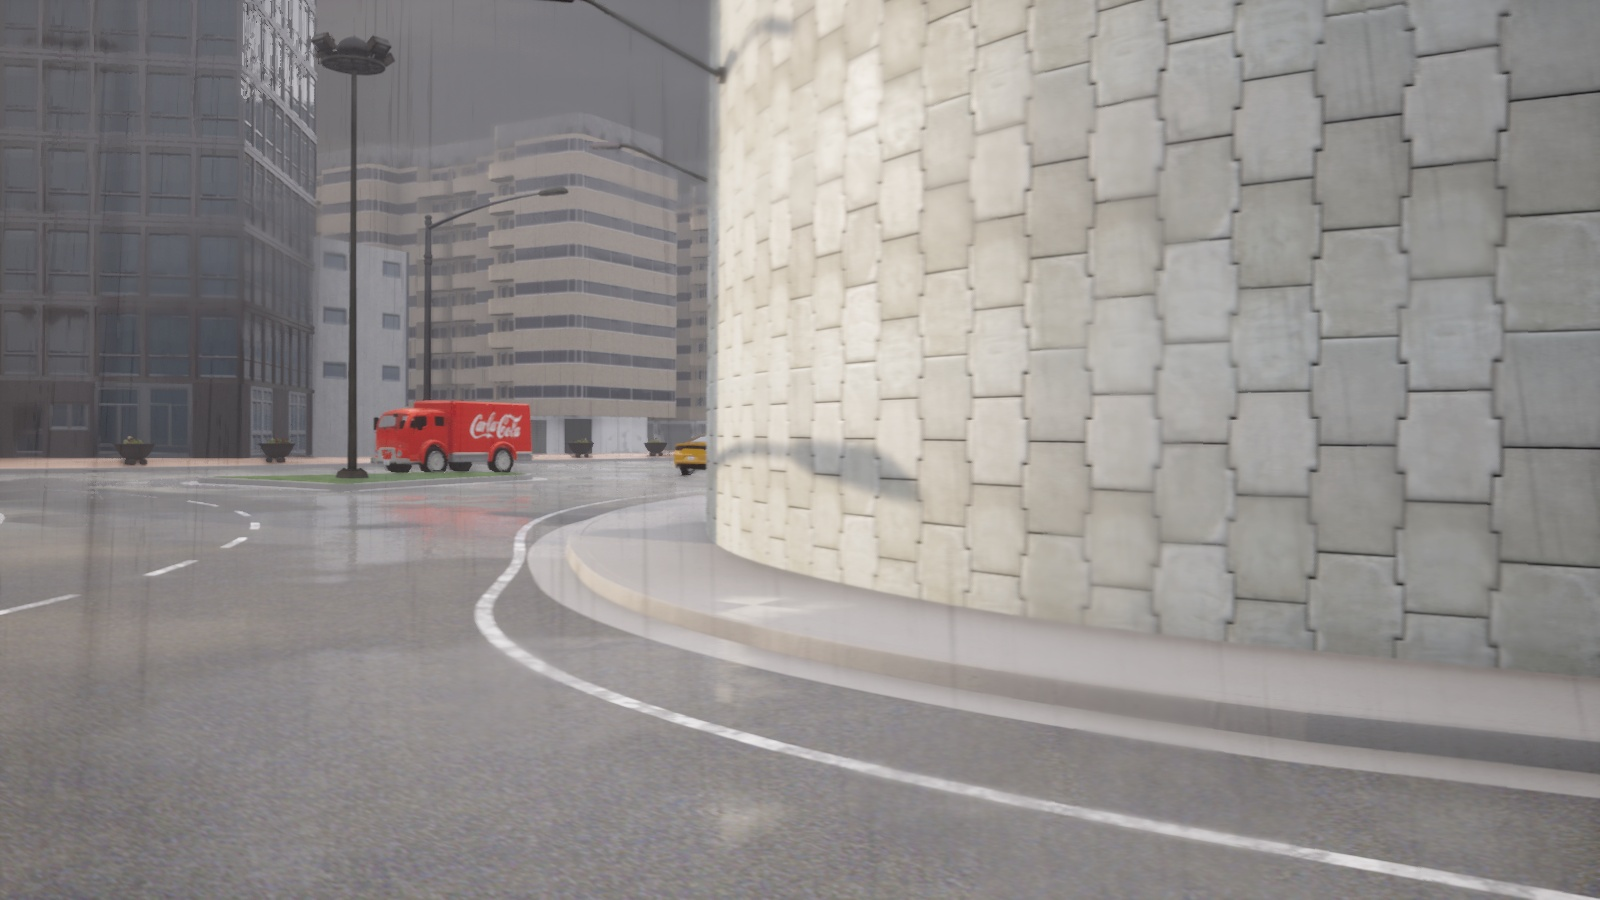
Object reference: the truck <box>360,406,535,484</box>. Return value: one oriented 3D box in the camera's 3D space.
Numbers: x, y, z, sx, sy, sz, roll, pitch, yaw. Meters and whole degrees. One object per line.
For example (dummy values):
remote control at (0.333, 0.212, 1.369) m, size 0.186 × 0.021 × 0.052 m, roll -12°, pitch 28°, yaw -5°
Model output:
truck at (-11.859, -0.216, 42.581) m, size 2.627 × 2.467 × 5.204 m, roll 0°, pitch 1°, yaw 36°

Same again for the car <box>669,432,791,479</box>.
car at (-2.360, 0.147, 43.947) m, size 1.882 × 1.535 × 5.008 m, roll 0°, pitch 1°, yaw 29°
